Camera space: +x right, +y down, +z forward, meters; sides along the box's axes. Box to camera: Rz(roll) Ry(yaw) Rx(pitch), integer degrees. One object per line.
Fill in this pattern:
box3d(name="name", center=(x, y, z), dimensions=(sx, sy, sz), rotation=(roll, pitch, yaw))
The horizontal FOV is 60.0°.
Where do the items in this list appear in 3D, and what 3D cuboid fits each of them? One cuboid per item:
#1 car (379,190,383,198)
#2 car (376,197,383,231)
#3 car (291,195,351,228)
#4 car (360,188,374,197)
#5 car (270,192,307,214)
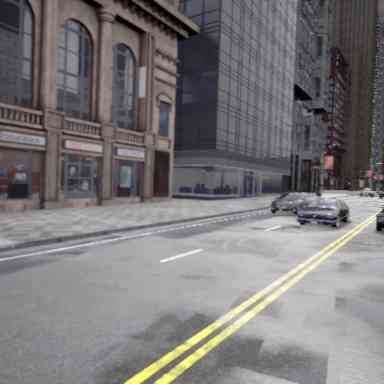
box3d(name="car", center=(31.105, 0.399, 53.025), dimensions=(1.895, 1.301, 4.718), rotation=(3, 3, 35))
box3d(name="car", center=(10.453, 1.197, 16.610), dimensions=(1.994, 1.385, 4.181), rotation=(3, 3, 34))
box3d(name="car", center=(7.384, 1.031, 18.223), dimensions=(2.033, 1.411, 5.357), rotation=(3, 3, 34))
box3d(name="car", center=(30.542, 0.119, 57.951), dimensions=(1.812, 1.442, 4.674), rotation=(3, 3, 34))
box3d(name="car", center=(7.167, 0.766, 23.667), dimensions=(1.837, 1.490, 4.892), rotation=(3, 3, 34))
